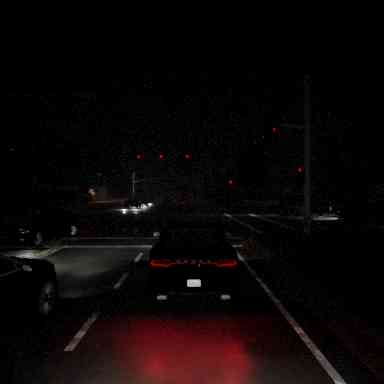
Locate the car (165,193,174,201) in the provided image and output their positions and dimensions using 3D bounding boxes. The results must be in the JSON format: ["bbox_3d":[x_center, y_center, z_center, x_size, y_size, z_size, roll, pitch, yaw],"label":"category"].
[{"bbox_3d":[-5.695,1.262,85.188,2.097,1.767,4.553,0,0,-1],"label":"car"}]

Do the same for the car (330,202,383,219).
[{"bbox_3d":[14.759,1.561,29.002,4.181,1.385,1.994,0,0,-2],"label":"car"}]

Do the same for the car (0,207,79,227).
[{"bbox_3d":[-7.024,1.476,15.286,1.882,1.535,5.008,-1,0,7],"label":"car"}]

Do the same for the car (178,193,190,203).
[{"bbox_3d":[-1.692,1.217,69.412,2.150,2.045,5.566,0,0,-1],"label":"car"}]

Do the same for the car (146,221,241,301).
[{"bbox_3d":[0.000,1.477,8.420,1.882,1.535,5.008,0,0,-1],"label":"car"}]

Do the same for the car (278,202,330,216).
[{"bbox_3d":[10.863,1.598,32.391,4.718,1.301,1.895,0,0,-2],"label":"car"}]

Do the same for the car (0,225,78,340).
[{"bbox_3d":[-3.468,1.491,4.428,2.128,1.511,4.902,0,0,0],"label":"car"}]

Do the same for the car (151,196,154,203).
[{"bbox_3d":[-8.744,1.485,66.767,2.128,1.511,4.902,0,0,-1],"label":"car"}]

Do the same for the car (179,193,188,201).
[{"bbox_3d":[-2.190,1.217,85.017,2.150,2.045,5.566,0,0,-1],"label":"car"}]

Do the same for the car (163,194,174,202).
[{"bbox_3d":[-5.422,1.526,74.583,2.033,1.411,5.357,0,0,-1],"label":"car"}]

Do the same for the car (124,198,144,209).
[{"bbox_3d":[-8.280,1.521,46.460,1.812,1.442,4.674,0,0,-1],"label":"car"}]

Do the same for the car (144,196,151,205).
[{"bbox_3d":[-8.533,1.596,56.341,1.895,1.301,4.718,0,0,-1],"label":"car"}]
